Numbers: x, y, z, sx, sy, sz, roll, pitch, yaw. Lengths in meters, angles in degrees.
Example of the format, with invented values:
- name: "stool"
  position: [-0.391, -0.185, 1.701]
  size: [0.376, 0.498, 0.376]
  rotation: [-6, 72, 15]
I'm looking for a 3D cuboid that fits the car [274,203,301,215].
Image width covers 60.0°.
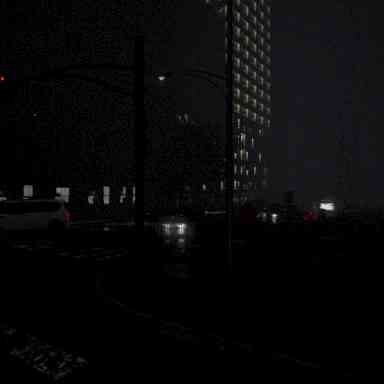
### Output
- name: "car"
  position: [13.630, 2.393, 46.075]
  size: [2.033, 1.411, 5.357]
  rotation: [0, -1, 33]

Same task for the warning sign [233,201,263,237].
- name: "warning sign"
  position: [3.109, 1.454, 18.570]
  size: [1.300, 1.860, 1.060]
  rotation: [1, 1, 33]

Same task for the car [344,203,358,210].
- name: "car"
  position: [31.480, 2.836, 65.732]
  size: [1.812, 1.442, 4.674]
  rotation: [0, -1, 33]

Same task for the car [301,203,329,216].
- name: "car"
  position: [16.496, 2.455, 44.519]
  size: [1.895, 1.301, 4.718]
  rotation: [0, -1, 33]

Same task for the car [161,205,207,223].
- name: "car"
  position: [-0.352, 1.979, 30.667]
  size: [1.837, 1.490, 4.892]
  rotation: [0, -1, 33]

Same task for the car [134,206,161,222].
- name: "car"
  position: [-3.411, 2.061, 31.922]
  size: [1.895, 1.301, 4.718]
  rotation: [0, -1, 33]

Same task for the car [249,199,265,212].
- name: "car"
  position: [10.175, 2.132, 52.826]
  size: [2.150, 2.045, 5.566]
  rotation: [0, -1, 33]

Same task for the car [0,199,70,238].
- name: "car"
  position: [-9.038, 1.402, 17.203]
  size: [2.150, 2.045, 5.566]
  rotation: [0, -1, 33]

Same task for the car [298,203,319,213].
- name: "car"
  position: [19.164, 2.575, 54.737]
  size: [2.033, 1.411, 5.357]
  rotation: [0, -1, 33]

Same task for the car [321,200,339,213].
- name: "car"
  position: [21.914, 2.253, 53.003]
  size: [2.150, 2.045, 5.566]
  rotation: [0, -1, 33]

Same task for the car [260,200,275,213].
- name: "car"
  position: [12.408, 2.400, 50.310]
  size: [1.837, 1.490, 4.892]
  rotation: [0, -2, 33]
